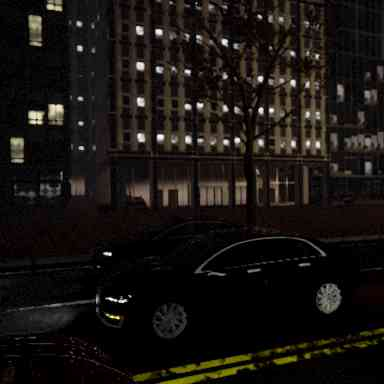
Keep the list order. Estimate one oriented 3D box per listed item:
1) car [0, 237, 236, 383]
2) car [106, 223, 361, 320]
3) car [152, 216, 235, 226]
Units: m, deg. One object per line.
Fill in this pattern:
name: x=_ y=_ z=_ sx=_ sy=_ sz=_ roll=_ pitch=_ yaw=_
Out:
car: x=-2.337 y=1.369 z=1.446 sx=4.553 sy=1.767 sz=2.097 roll=-1 pitch=0 yaw=-19
car: x=0.764 y=1.467 z=6.168 sx=4.892 sy=1.490 sz=1.837 roll=-1 pitch=0 yaw=-19
car: x=-0.275 y=1.448 z=9.247 sx=4.902 sy=1.511 sz=2.128 roll=-1 pitch=0 yaw=-19
